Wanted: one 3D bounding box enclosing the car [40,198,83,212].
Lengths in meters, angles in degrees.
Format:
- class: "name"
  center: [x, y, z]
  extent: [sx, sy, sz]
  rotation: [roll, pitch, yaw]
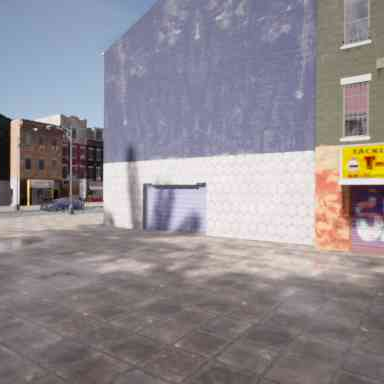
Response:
- class: "car"
  center: [-13.060, 1.263, 33.602]
  extent: [1.994, 1.385, 4.181]
  rotation: [1, 1, 35]
